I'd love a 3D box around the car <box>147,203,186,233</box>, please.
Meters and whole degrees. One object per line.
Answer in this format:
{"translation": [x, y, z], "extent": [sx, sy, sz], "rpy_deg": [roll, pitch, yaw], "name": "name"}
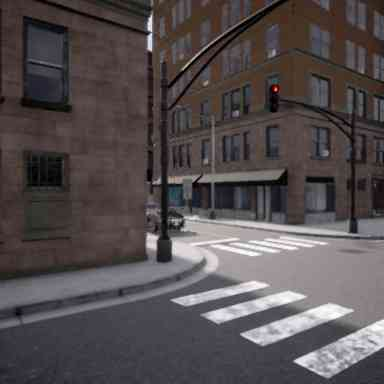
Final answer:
{"translation": [-2.268, 1.387, 19.103], "extent": [2.128, 1.511, 4.902], "rpy_deg": [0, 0, -37], "name": "car"}
